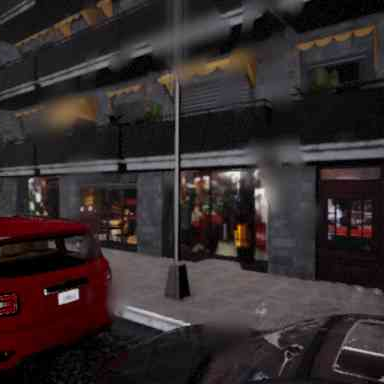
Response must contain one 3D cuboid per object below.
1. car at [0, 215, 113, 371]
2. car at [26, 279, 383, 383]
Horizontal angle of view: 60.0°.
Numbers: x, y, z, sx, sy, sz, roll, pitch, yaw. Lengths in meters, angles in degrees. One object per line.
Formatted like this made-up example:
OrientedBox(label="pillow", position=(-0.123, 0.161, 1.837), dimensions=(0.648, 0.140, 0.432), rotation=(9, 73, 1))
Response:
OrientedBox(label="car", position=(-3.389, 1.302, 5.290), dimensions=(5.009, 1.841, 2.192), rotation=(0, 0, 36))
OrientedBox(label="car", position=(1.129, 1.550, 2.067), dimensions=(4.403, 1.369, 2.008), rotation=(0, 0, 36))
